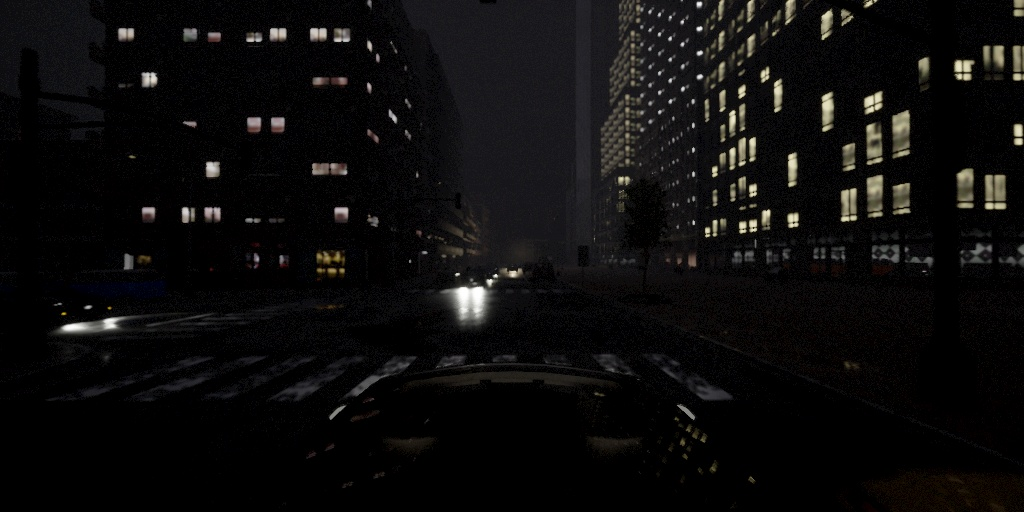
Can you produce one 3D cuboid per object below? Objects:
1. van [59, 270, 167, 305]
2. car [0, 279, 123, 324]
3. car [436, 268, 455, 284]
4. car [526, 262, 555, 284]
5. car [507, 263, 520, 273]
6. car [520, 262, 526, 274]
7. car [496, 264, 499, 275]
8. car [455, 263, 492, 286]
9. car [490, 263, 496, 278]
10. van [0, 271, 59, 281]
[{"bbox_3d":[-20.767,1.619,18.955,3.998,1.789,1.690,0,0,-1],"label":"van"},{"bbox_3d":[-17.602,1.735,13.200,4.181,1.385,1.994,-1,-1,-1],"label":"car"},{"bbox_3d":[-5.691,1.712,32.197,2.007,1.370,4.403,0,0,0],"label":"car"},{"bbox_3d":[2.689,1.475,32.197,2.192,1.841,5.009,0,0,0],"label":"car"},{"bbox_3d":[0.101,2.078,61.741,2.128,1.511,4.902,0,-1,0],"label":"car"},{"bbox_3d":[2.690,1.791,54.300,2.192,1.841,5.009,0,0,0],"label":"car"},{"bbox_3d":[-3.057,1.805,52.621,2.097,1.767,4.553,0,-1,2],"label":"car"},{"bbox_3d":[-3.099,1.621,29.899,2.128,1.511,4.902,0,-1,0],"label":"car"},{"bbox_3d":[-3.099,1.752,40.271,1.882,1.535,5.008,0,-1,0],"label":"car"},{"bbox_3d":[-26.305,1.709,18.903,3.998,1.789,1.690,0,0,-1],"label":"van"}]
